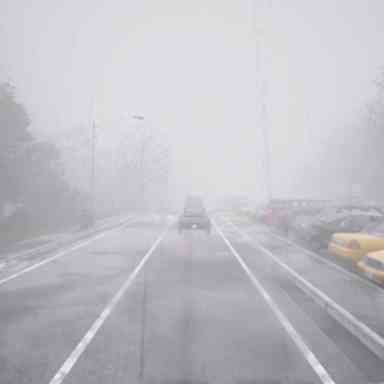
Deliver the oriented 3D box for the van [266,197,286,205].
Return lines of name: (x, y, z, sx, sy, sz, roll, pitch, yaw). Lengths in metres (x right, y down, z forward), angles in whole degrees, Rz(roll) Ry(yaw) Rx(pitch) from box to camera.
van: (20.617, 2.253, 82.161, 4.442, 1.987, 1.878, 0, -1, 0)

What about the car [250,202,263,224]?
car: (7.014, 1.659, 24.175, 4.792, 1.488, 2.163, 0, 0, 0)

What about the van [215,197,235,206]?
van: (7.503, 2.129, 76.900, 4.442, 1.987, 1.878, 0, -1, 0)

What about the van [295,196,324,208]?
van: (20.222, 1.669, 57.388, 4.442, 1.987, 1.878, 0, -1, 0)

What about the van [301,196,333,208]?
van: (20.436, 1.645, 54.483, 4.442, 1.987, 1.878, 0, 0, 0)

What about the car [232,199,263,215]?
car: (6.912, 1.695, 32.504, 5.366, 1.575, 1.946, 0, 0, 0)

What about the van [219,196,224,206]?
van: (7.125, 1.652, 54.714, 4.442, 1.987, 1.878, 0, 0, 0)

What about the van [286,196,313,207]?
van: (20.257, 1.784, 62.778, 4.442, 1.987, 1.878, 0, -1, 0)

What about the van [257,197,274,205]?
van: (20.691, 2.549, 93.356, 4.442, 1.987, 1.878, 0, -2, 0)

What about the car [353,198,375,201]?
car: (20.188, 1.713, 35.092, 5.008, 1.535, 2.097, 0, 0, 0)

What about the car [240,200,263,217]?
car: (7.050, 1.705, 29.727, 4.792, 1.488, 2.163, 0, 0, 0)

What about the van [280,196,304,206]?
van: (20.527, 1.918, 68.314, 4.442, 1.987, 1.878, 0, -1, 0)

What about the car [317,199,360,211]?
car: (20.260, 1.803, 46.172, 5.008, 1.535, 2.097, 0, 0, 0)

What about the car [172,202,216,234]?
car: (0.134, 1.605, 19.916, 2.128, 1.511, 4.902, 0, 0, 0)

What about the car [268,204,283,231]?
car: (7.036, 1.614, 18.622, 4.792, 1.488, 2.163, 0, 0, 0)

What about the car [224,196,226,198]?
car: (7.156, 1.685, 46.384, 4.553, 1.767, 2.185, 0, 0, 0)

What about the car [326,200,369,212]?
car: (20.246, 1.821, 43.401, 4.674, 1.452, 2.002, 0, 0, 0)

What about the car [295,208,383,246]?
car: (6.965, 1.549, 13.070, 4.892, 1.521, 2.231, 0, 0, 0)

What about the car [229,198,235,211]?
car: (7.127, 1.744, 38.055, 4.892, 1.521, 2.231, 0, 0, 0)

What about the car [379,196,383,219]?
car: (20.130, 1.417, 29.553, 5.566, 2.045, 2.435, 0, 0, 0)

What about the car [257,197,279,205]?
car: (20.582, 2.436, 90.467, 5.566, 2.045, 2.435, 0, -2, 0)

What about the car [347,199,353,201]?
car: (20.216, 1.777, 37.986, 4.674, 1.452, 2.002, 0, 0, 0)

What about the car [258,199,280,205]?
car: (20.351, 2.612, 87.694, 5.366, 1.575, 1.946, 0, -2, 0)

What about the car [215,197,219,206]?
car: (7.288, 1.649, 57.489, 5.566, 2.045, 2.435, 0, 0, 0)

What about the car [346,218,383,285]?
car: (6.750, 1.531, 7.651, 5.366, 1.575, 1.946, 0, 0, 0)

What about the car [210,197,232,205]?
car: (7.412, 2.306, 85.227, 5.566, 2.045, 2.435, 0, -1, 0)

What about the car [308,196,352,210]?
car: (20.256, 1.576, 49.069, 5.566, 2.045, 2.435, 0, 0, 0)

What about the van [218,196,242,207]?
van: (7.179, 1.794, 63.025, 4.442, 1.987, 1.878, 0, -1, 0)

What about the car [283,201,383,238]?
car: (7.020, 1.439, 15.850, 4.553, 1.767, 2.185, 0, 0, 0)

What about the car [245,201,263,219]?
car: (7.032, 1.682, 26.951, 4.792, 1.488, 2.163, 0, 0, 0)

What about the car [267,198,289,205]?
car: (20.451, 2.286, 79.391, 4.553, 1.767, 2.185, 0, -1, 0)

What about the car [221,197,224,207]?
car: (7.200, 1.833, 49.159, 5.008, 1.535, 2.097, 0, 0, 0)

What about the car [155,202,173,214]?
car: (-3.236, 1.852, 38.968, 1.895, 1.301, 4.718, 0, -1, 0)

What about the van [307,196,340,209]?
van: (20.420, 1.624, 51.838, 4.442, 1.987, 1.878, 0, 0, 0)

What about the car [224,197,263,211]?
car: (6.966, 1.762, 40.832, 5.366, 1.575, 1.946, 0, 0, 0)

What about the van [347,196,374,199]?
van: (20.347, 1.534, 40.758, 4.442, 1.987, 1.878, 0, 0, 0)

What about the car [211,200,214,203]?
car: (7.373, 2.288, 74.120, 5.008, 1.535, 2.097, 0, -1, 0)

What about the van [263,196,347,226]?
van: (7.141, 1.381, 21.400, 4.442, 1.987, 1.878, 0, 0, 0)

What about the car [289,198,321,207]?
car: (20.361, 1.942, 60.002, 5.008, 1.535, 2.097, 0, -1, 0)

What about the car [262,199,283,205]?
car: (20.512, 2.547, 84.926, 4.892, 1.521, 2.231, 0, -1, 0)

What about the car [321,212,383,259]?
car: (7.138, 1.535, 10.301, 5.366, 1.575, 1.946, 0, 0, 0)

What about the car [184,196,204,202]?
car: (0.214, 1.481, 39.834, 2.150, 2.045, 5.566, 0, 0, 0)
